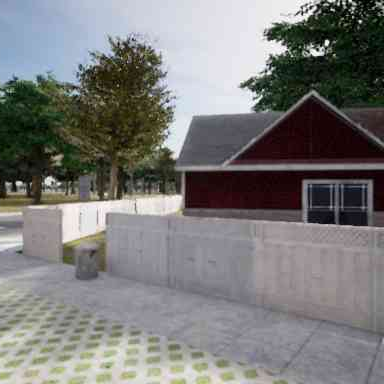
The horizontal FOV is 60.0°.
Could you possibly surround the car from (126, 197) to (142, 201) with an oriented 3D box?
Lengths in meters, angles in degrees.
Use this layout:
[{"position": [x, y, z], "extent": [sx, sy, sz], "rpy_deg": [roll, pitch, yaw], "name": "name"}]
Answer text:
[{"position": [-6.736, 1.282, 39.783], "extent": [1.895, 1.301, 4.718], "rpy_deg": [0, 1, 12], "name": "car"}]
